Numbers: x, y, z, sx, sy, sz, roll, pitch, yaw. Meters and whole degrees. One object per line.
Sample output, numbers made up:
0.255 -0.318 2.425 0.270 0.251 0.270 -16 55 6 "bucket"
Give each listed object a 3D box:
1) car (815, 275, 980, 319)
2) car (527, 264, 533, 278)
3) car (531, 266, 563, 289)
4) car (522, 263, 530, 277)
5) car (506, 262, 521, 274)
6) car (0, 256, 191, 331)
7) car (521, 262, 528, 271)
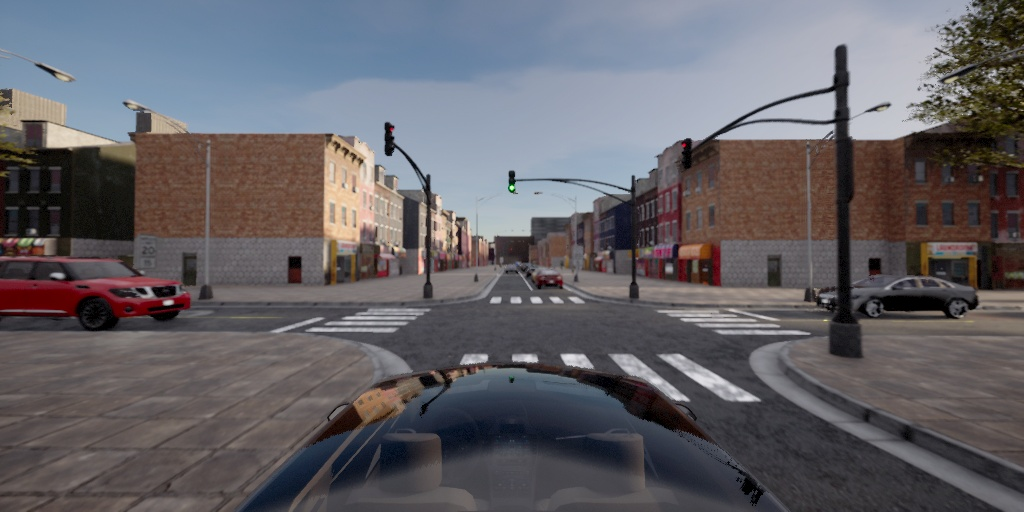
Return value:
14.363 1.474 13.567 4.902 1.511 2.128 0 -1 2 "car"
2.590 1.654 31.688 1.751 1.417 4.829 0 0 0 "car"
2.600 1.598 25.840 1.888 1.381 4.507 0 0 0 "car"
2.572 1.853 42.876 1.948 1.339 4.313 0 0 0 "car"
-0.002 2.048 57.124 2.033 1.411 5.357 0 -1 1 "car"
-13.029 1.035 10.747 5.566 2.045 2.150 0 -1 0 "car"
2.920 2.115 64.016 1.837 1.490 4.892 0 -1 0 "car"
